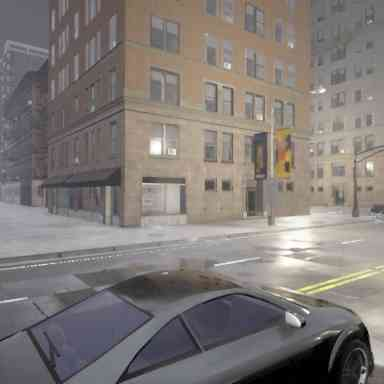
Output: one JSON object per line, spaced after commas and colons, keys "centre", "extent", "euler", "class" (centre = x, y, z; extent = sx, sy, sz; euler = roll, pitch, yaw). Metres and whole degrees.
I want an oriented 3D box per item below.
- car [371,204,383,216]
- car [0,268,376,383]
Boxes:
{"centre": [19.541, 1.547, 30.668], "extent": [2.033, 1.411, 5.357], "euler": [0, 0, -37], "class": "car"}
{"centre": [0.122, 1.564, 3.546], "extent": [4.181, 1.385, 1.994], "euler": [0, 0, -36], "class": "car"}
